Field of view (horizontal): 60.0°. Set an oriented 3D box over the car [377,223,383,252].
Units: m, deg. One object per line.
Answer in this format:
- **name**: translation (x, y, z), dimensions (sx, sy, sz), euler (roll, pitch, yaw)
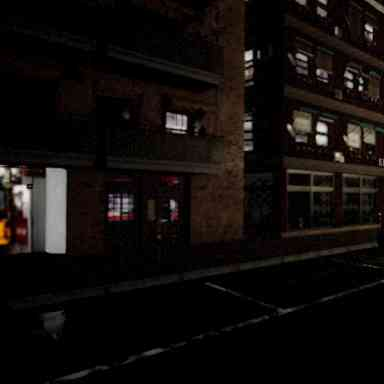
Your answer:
- **car**: translation (9.432, 1.444, 13.290), dimensions (5.009, 1.841, 2.192), euler (1, 0, -36)
